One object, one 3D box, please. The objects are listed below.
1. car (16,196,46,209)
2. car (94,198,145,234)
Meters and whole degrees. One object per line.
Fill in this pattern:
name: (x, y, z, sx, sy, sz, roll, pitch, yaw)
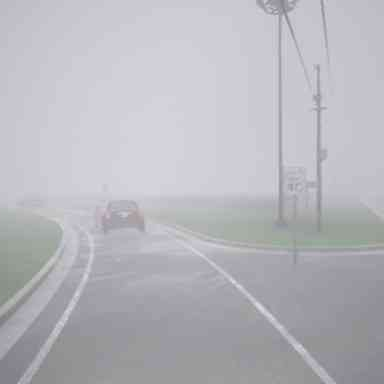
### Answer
car: (-18.504, 1.155, 38.161, 2.033, 1.411, 5.357, -1, 1, -43)
car: (-4.040, 1.126, 18.031, 2.097, 1.767, 4.553, -1, 1, -22)
